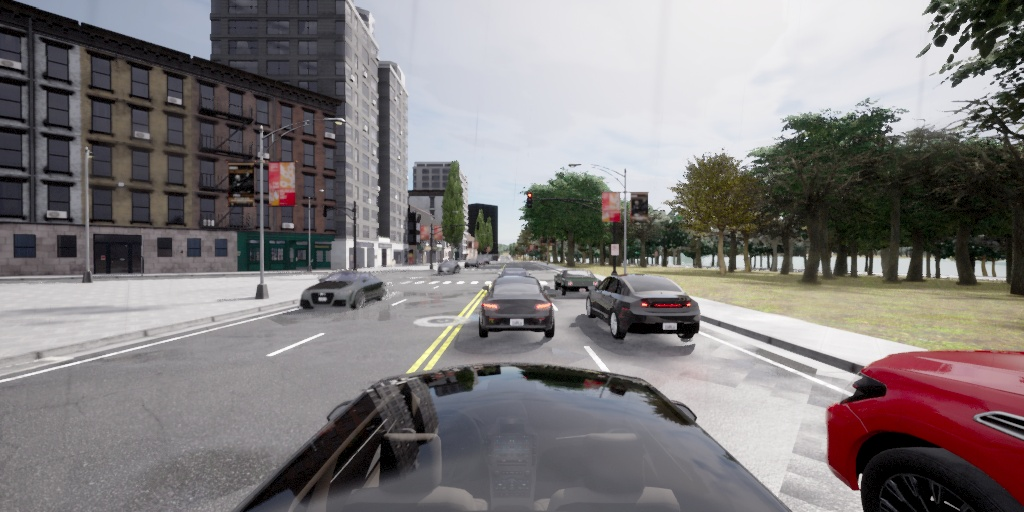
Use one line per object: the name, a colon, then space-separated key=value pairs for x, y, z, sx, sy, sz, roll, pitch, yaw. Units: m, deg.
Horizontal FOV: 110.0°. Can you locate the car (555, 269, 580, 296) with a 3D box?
car: x=3.389 y=1.347 z=19.365 sx=1.895 sy=1.301 sz=4.718 roll=0 pitch=0 yaw=0

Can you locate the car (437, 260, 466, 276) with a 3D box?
car: x=-6.487 y=1.177 z=37.297 sx=2.128 sy=1.511 sz=4.902 roll=2 pitch=0 yaw=0

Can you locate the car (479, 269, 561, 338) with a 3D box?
car: x=0.121 y=1.274 z=10.091 sx=1.812 sy=1.442 sz=4.674 roll=0 pitch=0 yaw=0

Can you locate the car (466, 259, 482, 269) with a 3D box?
car: x=-6.463 y=1.211 z=57.821 sx=1.882 sy=1.535 sz=5.008 roll=0 pitch=0 yaw=0

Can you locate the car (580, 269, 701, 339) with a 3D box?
car: x=3.367 y=1.253 z=10.052 sx=1.837 sy=1.490 sz=4.892 roll=0 pitch=0 yaw=0

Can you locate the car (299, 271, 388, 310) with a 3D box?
car: x=-6.573 y=1.311 z=14.428 sx=1.994 sy=1.385 sz=4.181 roll=0 pitch=0 yaw=0

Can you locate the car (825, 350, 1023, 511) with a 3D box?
car: x=3.347 y=0.972 z=0.189 sx=2.150 sy=2.045 sz=5.566 roll=0 pitch=0 yaw=0
